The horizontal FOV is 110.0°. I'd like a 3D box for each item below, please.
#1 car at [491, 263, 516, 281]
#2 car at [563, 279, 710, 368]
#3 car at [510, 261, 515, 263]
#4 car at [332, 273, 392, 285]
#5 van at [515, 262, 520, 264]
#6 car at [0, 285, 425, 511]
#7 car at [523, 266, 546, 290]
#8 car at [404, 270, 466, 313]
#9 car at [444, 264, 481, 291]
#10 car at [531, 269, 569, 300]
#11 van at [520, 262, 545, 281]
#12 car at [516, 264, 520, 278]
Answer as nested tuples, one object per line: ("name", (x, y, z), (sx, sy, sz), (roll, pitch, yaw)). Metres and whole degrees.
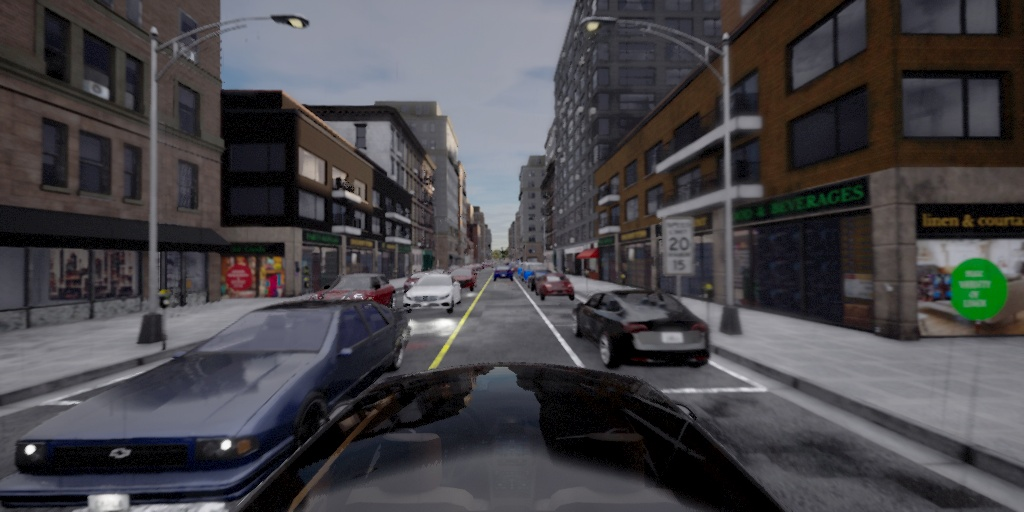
("car", (-0.873, 1.706, 36.294), (1.882, 1.535, 5.008), (0, -1, -2))
("car", (2.518, 1.375, 7.826), (1.948, 1.339, 4.313), (0, 0, -2))
("car", (1.046, 1.958, 57.396), (1.967, 1.591, 4.097), (0, 0, -2))
("car", (-5.666, 1.390, 13.095), (1.967, 1.591, 4.097), (0, 0, -2))
("van", (1.537, 1.614, 40.873), (1.690, 1.789, 3.998), (0, 0, -2))
("car", (-2.899, 1.368, 5.168), (2.033, 1.411, 5.357), (0, -1, -2))
("car", (2.027, 1.602, 24.350), (1.948, 1.339, 4.313), (0, 0, -2))
("car", (-3.196, 1.483, 15.216), (1.812, 1.442, 4.674), (0, -1, -2))
("car", (-3.483, 1.574, 25.270), (1.882, 1.535, 5.008), (0, -1, -2))
("car", (2.191, 1.541, 18.843), (1.802, 1.307, 4.207), (0, 0, -2))
("van", (1.864, 1.455, 29.858), (1.690, 1.789, 3.998), (0, 0, -2))
("car", (1.700, 1.744, 35.365), (2.007, 1.370, 4.403), (0, 0, -2))
